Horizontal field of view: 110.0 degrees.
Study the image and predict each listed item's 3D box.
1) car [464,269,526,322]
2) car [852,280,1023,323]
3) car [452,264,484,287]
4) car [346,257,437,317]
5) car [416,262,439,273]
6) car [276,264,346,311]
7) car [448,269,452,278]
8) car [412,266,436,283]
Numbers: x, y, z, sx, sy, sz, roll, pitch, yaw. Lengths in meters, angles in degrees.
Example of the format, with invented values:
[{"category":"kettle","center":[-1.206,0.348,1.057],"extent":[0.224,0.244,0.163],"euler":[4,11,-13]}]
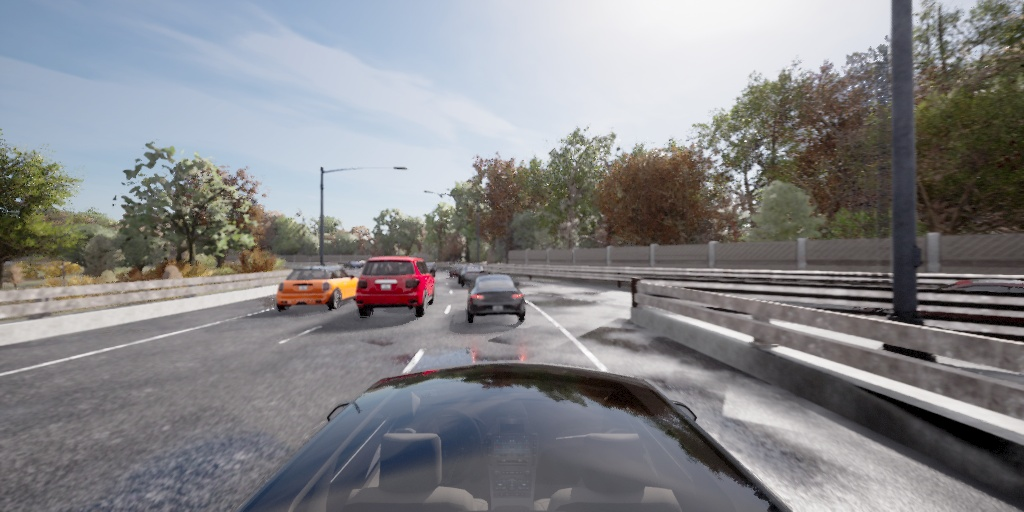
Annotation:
[{"category":"car","center":[-0.643,1.349,12.602],"extent":[1.812,1.442,4.674],"euler":[0,0,-6]},{"category":"car","center":[11.925,1.332,9.197],"extent":[1.812,1.442,4.674],"euler":[0,-2,-42]},{"category":"car","center":[-2.969,1.422,26.527],"extent":[2.128,1.511,4.902],"euler":[0,0,-13]},{"category":"car","center":[-4.256,1.069,13.856],"extent":[2.150,2.045,5.566],"euler":[0,0,-7]},{"category":"car","center":[-12.526,1.690,52.747],"extent":[2.033,1.411,5.357],"euler":[0,0,-27]},{"category":"car","center":[-8.036,1.224,15.445],"extent":[2.097,1.767,4.553],"euler":[0,0,-7]},{"category":"car","center":[-4.865,1.525,35.455],"extent":[1.812,1.442,4.674],"euler":[0,0,-24]},{"category":"car","center":[-7.856,1.583,31.593],"extent":[1.895,1.301,4.718],"euler":[0,0,-16]}]
